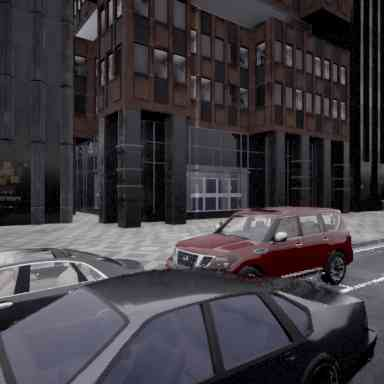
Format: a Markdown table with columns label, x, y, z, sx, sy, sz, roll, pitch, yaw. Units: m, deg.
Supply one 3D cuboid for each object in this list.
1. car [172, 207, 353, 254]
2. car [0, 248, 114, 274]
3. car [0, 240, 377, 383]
| label | x | y | z | sx | sy | sz | roll | pitch | yaw |
| --- | --- | --- | --- | --- | --- | --- | --- | --- | --- |
| car | 1.846 | 1.315 | 7.961 | 5.009 | 1.841 | 2.192 | 0 | 0 | -35 |
| car | -2.722 | 1.551 | 4.705 | 4.403 | 1.369 | 2.008 | 0 | 0 | -35 |
| car | -0.358 | 1.547 | 3.122 | 5.357 | 1.411 | 2.033 | 0 | 0 | -35 |
